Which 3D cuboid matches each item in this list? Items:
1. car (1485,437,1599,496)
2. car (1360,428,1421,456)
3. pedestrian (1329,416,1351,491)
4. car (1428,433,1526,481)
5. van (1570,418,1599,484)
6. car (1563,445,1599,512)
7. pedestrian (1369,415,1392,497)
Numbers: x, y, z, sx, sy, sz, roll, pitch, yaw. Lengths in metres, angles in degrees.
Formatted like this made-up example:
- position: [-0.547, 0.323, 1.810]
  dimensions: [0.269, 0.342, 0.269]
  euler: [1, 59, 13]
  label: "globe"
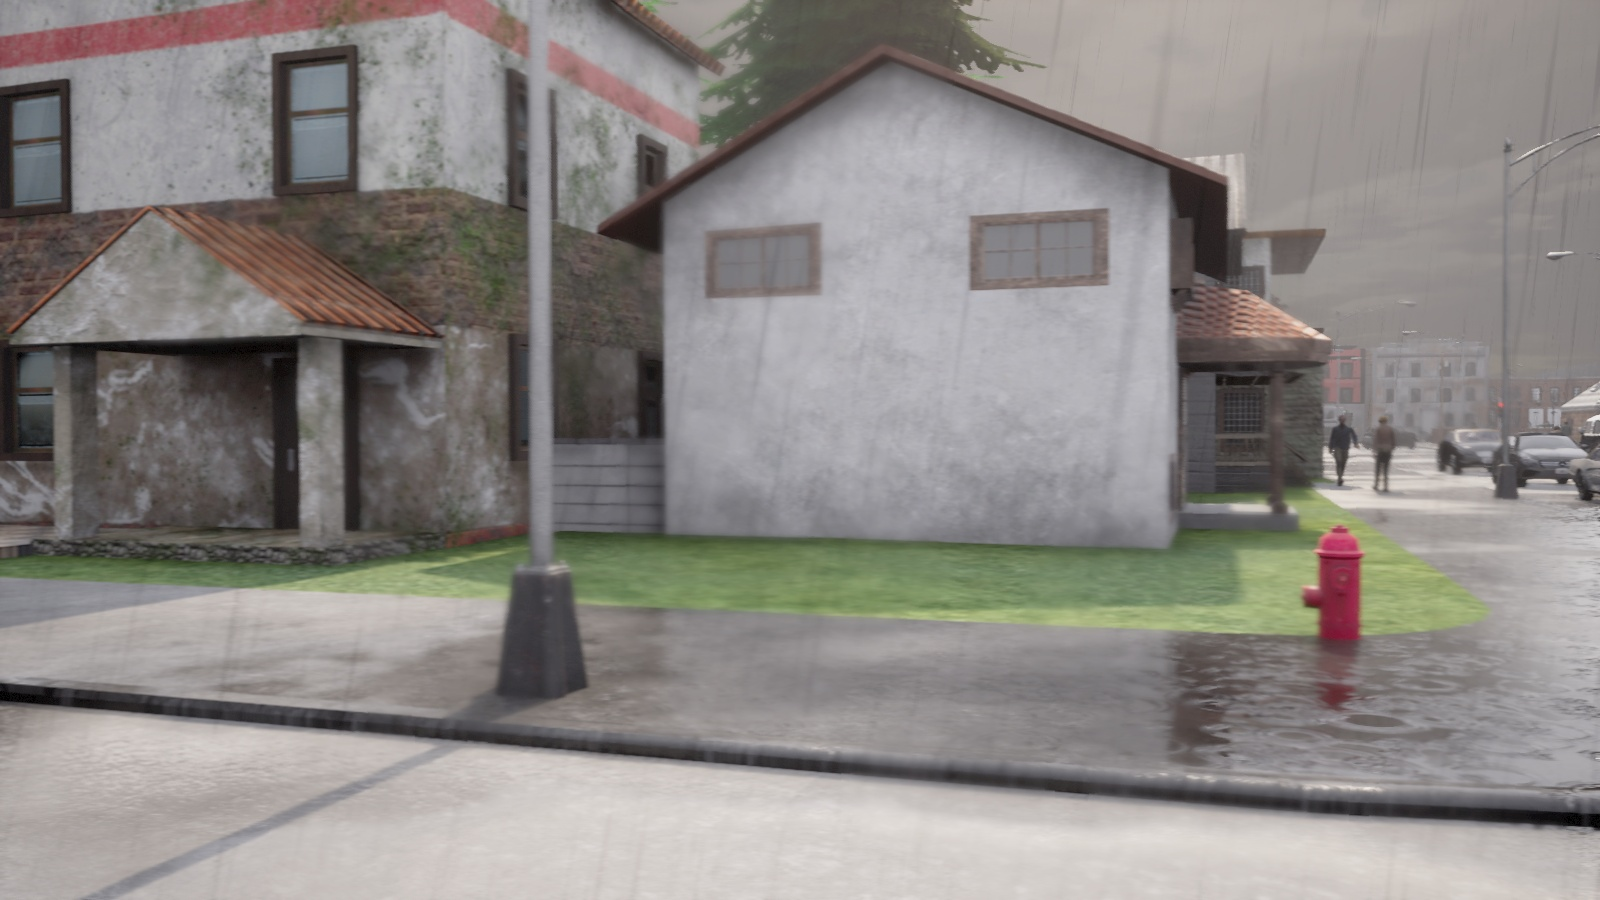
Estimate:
- position: [19.985, 0.388, 33.945]
  dimensions: [1.812, 1.442, 4.674]
  euler: [1, 1, 19]
  label: "car"
- position: [40.887, -0.586, 86.883]
  dimensions: [4.605, 1.855, 1.932]
  euler: [0, 2, -38]
  label: "car"
- position: [13.443, 0.088, 31.286]
  dimensions: [0.402, 1.842, 0.726]
  euler: [1, 1, 17]
  label: "pedestrian"
- position: [22.944, 0.189, 42.734]
  dimensions: [2.128, 1.511, 4.902]
  euler: [1, 1, 19]
  label: "car"
- position: [26.160, 0.017, 39.741]
  dimensions: [2.069, 2.038, 4.480]
  euler: [1, 1, 19]
  label: "van"
- position: [17.071, 0.590, 25.286]
  dimensions: [1.895, 1.301, 4.718]
  euler: [1, 1, 19]
  label: "car"
- position: [13.193, 0.131, 28.561]
  dimensions: [0.331, 1.846, 0.634]
  euler: [0, 1, 13]
  label: "pedestrian"
